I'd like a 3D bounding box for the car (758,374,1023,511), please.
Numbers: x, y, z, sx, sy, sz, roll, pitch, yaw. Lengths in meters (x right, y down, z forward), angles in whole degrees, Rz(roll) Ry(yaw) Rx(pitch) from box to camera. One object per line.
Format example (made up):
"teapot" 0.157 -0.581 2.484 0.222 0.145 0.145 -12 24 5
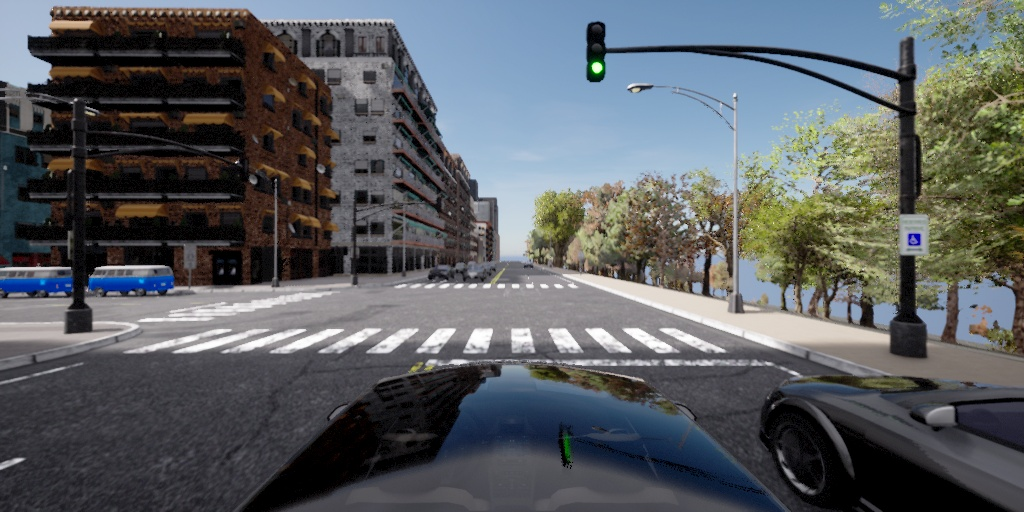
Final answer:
"car" 3.348 1.314 1.716 1.994 1.385 4.181 0 0 0

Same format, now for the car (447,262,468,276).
"car" -6.546 1.564 43.780 1.837 1.490 4.892 0 0 0

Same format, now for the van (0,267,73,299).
"van" -28.297 1.565 21.362 3.998 1.789 1.690 0 0 -1

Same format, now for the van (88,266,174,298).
"van" -22.695 1.492 21.433 3.998 1.789 1.690 0 0 -1

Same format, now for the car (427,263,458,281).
"car" -6.560 1.533 34.036 2.033 1.411 5.357 0 0 0

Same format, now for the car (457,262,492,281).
"car" -3.312 1.466 32.545 2.128 1.511 4.902 0 0 0

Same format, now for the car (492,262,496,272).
"car" -3.300 1.536 41.823 2.128 1.511 4.902 0 0 0
